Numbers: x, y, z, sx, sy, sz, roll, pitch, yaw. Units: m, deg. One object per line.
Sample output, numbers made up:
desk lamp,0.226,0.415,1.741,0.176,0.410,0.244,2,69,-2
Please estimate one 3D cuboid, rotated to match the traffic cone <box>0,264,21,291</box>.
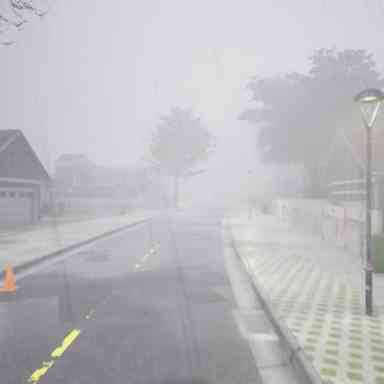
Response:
traffic cone,-4.276,1.978,7.807,0.340,0.580,0.340,0,0,2
